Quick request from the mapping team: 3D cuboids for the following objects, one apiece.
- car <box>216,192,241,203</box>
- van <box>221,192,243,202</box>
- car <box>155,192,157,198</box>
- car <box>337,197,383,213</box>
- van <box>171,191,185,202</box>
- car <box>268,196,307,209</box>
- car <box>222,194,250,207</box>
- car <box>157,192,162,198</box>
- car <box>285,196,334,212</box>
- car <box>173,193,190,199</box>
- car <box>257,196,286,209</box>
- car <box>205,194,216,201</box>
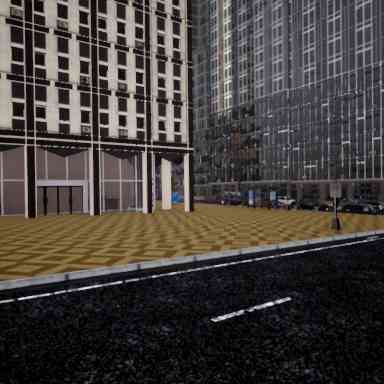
[{"bbox_3d":[6.299,1.167,51.140,1.837,1.490,4.892,-1,1,-34],"label":"car"},{"bbox_3d":[7.157,0.844,60.176,1.690,1.788,3.998,-1,1,-34],"label":"van"},{"bbox_3d":[-8.818,0.675,83.680,1.967,1.590,4.097,-1,1,-34],"label":"car"},{"bbox_3d":[17.302,1.331,34.941,2.128,1.511,4.902,-1,1,-34],"label":"car"},{"bbox_3d":[-2.968,0.928,60.168,1.690,1.788,3.998,-1,1,-34],"label":"van"},{"bbox_3d":[12.115,1.282,42.576,1.812,1.442,4.674,-1,1,-34],"label":"car"},{"bbox_3d":[6.572,1.311,46.041,1.947,1.339,4.313,-1,1,-34],"label":"car"},{"bbox_3d":[-5.623,0.604,78.979,2.192,1.841,5.009,-1,1,-34],"label":"car"},{"bbox_3d":[12.899,1.415,36.595,1.947,1.339,4.313,-1,1,-34],"label":"car"},{"bbox_3d":[-2.427,0.925,74.282,1.802,1.307,4.206,-1,1,-34],"label":"car"},{"bbox_3d":[9.718,1.379,41.308,1.802,1.307,4.206,-1,1,-34],"label":"car"},{"bbox_3d":[3.963,1.032,64.880,1.802,1.307,4.206,-1,1,-34],"label":"car"}]
